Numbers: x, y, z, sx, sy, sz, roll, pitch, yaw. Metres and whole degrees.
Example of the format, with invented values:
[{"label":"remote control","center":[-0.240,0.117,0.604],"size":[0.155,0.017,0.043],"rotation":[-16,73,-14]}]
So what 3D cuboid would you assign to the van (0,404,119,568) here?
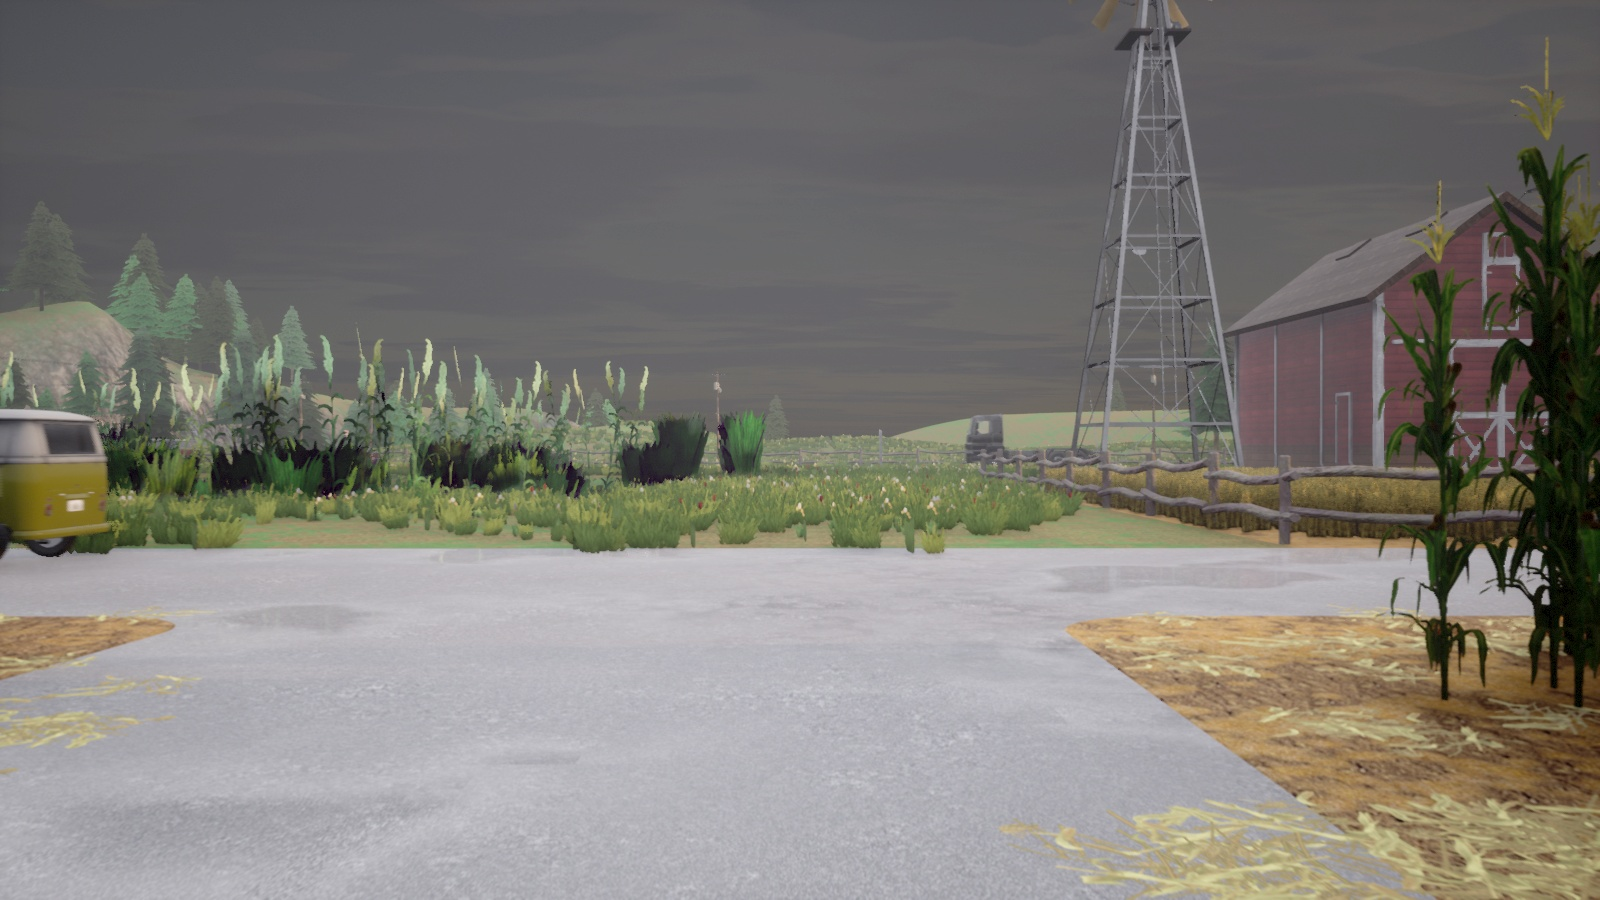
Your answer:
[{"label":"van","center":[-11.445,0.432,16.125],"size":[4.442,1.987,1.775],"rotation":[0,0,0]}]

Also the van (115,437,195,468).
[{"label":"van","center":[-42.323,0.164,82.433],"size":[4.442,1.987,1.775],"rotation":[0,0,6]}]

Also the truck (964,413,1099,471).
[{"label":"truck","center":[14.015,-0.501,76.579],"size":[7.936,3.462,2.891],"rotation":[0,0,6]}]
